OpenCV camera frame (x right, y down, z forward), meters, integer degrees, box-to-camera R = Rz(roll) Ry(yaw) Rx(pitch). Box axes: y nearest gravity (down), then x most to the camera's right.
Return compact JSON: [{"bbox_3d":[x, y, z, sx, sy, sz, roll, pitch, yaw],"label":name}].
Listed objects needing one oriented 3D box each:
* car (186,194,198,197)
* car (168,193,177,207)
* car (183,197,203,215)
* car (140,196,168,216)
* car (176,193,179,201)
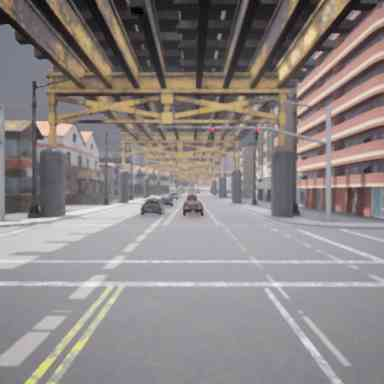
[{"bbox_3d":[0.006,1.130,59.988,1.882,1.535,5.008,0,1,0],"label":"car"},{"bbox_3d":[-3.586,1.320,47.159,2.033,1.411,5.357,0,0,0],"label":"car"},{"bbox_3d":[0.099,1.451,32.263,1.895,1.301,4.718,0,0,0],"label":"car"},{"bbox_3d":[-3.596,1.361,30.845,1.837,1.490,4.892,0,0,0],"label":"car"},{"bbox_3d":[-3.502,0.911,63.979,1.837,1.490,4.892,0,1,0],"label":"car"}]
